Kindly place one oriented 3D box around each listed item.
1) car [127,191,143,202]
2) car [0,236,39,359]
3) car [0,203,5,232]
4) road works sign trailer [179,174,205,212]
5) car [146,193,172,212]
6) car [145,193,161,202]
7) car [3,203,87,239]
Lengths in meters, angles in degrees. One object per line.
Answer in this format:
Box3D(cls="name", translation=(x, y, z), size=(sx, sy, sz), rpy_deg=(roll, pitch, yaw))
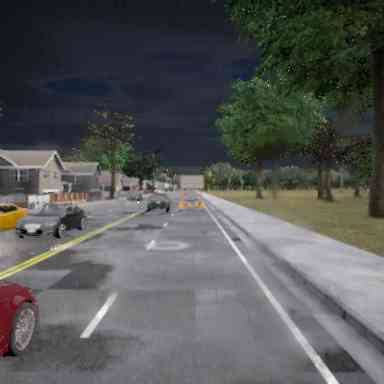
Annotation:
Box3D(cls="car", translation=(-9.779, 0.703, 57.044), size=(2.097, 1.767, 4.553), rpy_deg=(0, 1, 1))
Box3D(cls="car", translation=(-3.150, 1.489, 2.940), size=(1.812, 1.442, 4.674), rpy_deg=(0, 1, 0))
Box3D(cls="car", translation=(-9.845, 1.286, 16.118), size=(1.882, 1.535, 5.008), rpy_deg=(0, 1, 0))
Box3D(cls="road works sign trailer", translation=(0.007, 0.094, 31.504), size=(2.380, 3.560, 2.880), rpy_deg=(0, 1, 0))
Box3D(cls="car", translation=(-3.142, 0.964, 33.094), size=(2.097, 1.767, 4.553), rpy_deg=(0, 1, 0))
Box3D(cls="car", translation=(-6.528, 0.906, 56.352), size=(2.033, 1.411, 5.357), rpy_deg=(0, 1, 1))
Box3D(cls="car", translation=(-6.595, 1.299, 16.124), size=(2.128, 1.511, 4.902), rpy_deg=(0, 1, 0))
